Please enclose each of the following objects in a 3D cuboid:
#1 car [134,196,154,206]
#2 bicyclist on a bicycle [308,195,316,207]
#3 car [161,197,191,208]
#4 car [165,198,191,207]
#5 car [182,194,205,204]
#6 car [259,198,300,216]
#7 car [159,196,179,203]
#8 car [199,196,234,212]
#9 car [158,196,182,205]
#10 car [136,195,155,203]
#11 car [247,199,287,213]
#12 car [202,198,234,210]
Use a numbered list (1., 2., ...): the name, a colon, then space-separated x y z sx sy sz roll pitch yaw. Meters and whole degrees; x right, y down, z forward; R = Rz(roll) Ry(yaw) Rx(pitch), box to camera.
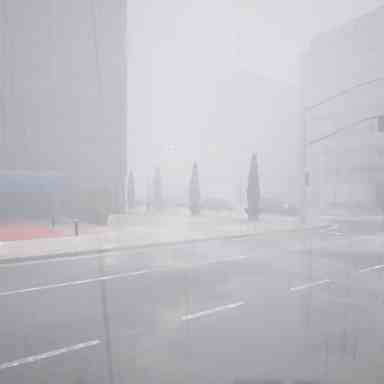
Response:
1. car: -8.199 1.526 55.646 1.812 1.442 4.674 0 0 -34
2. bicyclist on a bicycle: 16.852 1.301 46.709 1.656 1.620 0.582 0 0 -35
3. car: -2.648 1.547 47.623 2.033 1.411 5.357 0 0 -35
4. car: -2.298 1.601 53.257 1.895 1.301 4.718 0 0 -35
5. car: 0.256 1.352 62.167 2.097 1.767 4.553 0 0 -35
6. car: 8.123 1.352 32.152 2.097 1.767 4.553 0 0 -35
7. car: -4.875 1.601 69.501 1.895 1.301 4.718 0 0 -35
8. car: 2.922 1.491 39.622 2.128 1.511 4.902 0 0 -35
9. car: -4.170 1.547 62.396 2.033 1.411 5.357 0 0 -35
10. car: -9.891 1.520 70.420 2.128 1.511 4.902 0 0 -35
11. car: 8.433 1.564 37.833 1.994 1.385 4.181 0 0 -35
12. car: 3.429 1.526 45.021 1.812 1.442 4.674 0 0 -35
